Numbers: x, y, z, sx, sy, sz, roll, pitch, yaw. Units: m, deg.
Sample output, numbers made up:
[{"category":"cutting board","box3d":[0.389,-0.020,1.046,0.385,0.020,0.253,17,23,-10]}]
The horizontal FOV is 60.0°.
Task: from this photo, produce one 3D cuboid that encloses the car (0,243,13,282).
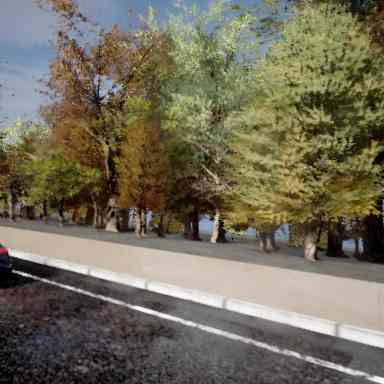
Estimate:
[{"category":"car","box3d":[-6.205,1.426,8.042,4.181,1.385,1.994,1,1,35]}]
